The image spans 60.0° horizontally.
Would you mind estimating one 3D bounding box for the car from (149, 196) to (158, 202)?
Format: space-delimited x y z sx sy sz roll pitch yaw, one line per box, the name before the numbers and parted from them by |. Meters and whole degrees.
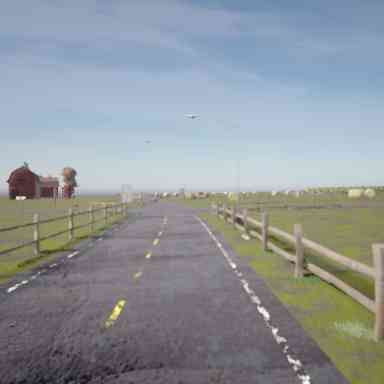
car | -9.042 1.665 78.081 1.812 1.442 4.674 0 0 -9
